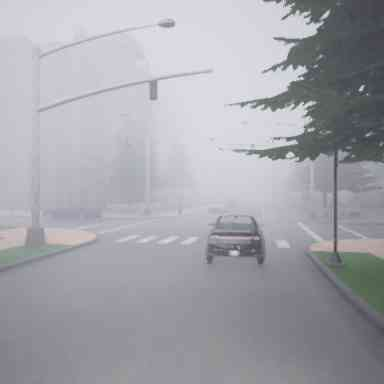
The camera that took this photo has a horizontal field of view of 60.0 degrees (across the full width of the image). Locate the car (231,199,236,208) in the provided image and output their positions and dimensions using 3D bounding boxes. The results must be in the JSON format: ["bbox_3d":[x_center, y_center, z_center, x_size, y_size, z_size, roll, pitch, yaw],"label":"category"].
[{"bbox_3d":[6.107,1.857,53.689,1.837,1.490,4.892,0,-1,13],"label":"car"}]

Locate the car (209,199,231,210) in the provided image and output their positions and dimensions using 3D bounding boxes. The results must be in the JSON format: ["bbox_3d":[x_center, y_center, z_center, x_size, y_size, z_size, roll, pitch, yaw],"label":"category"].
[{"bbox_3d":[3.265,1.795,40.605,1.812,1.442,4.674,0,0,14],"label":"car"}]

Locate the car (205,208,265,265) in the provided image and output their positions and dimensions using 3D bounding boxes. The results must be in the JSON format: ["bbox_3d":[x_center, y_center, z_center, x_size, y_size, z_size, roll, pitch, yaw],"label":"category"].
[{"bbox_3d":[1.594,1.564,11.998,2.128,1.511,4.902,0,0,9],"label":"car"}]

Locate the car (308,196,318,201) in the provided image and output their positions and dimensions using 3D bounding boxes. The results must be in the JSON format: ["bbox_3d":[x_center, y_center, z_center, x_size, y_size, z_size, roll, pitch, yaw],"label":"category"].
[{"bbox_3d":[31.452,2.000,88.069,1.845,1.501,3.633,0,0,13],"label":"car"}]

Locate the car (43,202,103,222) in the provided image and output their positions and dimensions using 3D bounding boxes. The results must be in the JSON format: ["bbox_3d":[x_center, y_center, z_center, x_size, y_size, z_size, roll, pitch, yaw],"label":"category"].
[{"bbox_3d":[-9.826,1.614,27.379,5.008,1.535,1.882,0,-1,14],"label":"car"}]
